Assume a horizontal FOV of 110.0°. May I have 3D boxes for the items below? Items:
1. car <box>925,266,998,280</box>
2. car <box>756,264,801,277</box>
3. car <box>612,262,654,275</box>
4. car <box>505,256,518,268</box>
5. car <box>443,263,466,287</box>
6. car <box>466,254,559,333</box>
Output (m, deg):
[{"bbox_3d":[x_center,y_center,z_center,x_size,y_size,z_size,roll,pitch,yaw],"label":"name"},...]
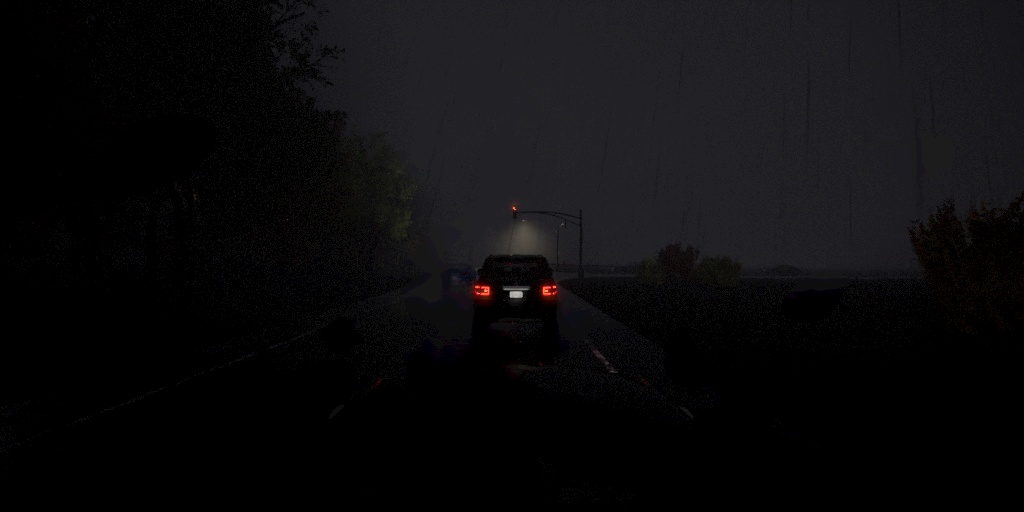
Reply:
[{"bbox_3d":[48.515,1.826,38.478,5.357,1.411,2.033,1,-1,0],"label":"car"},{"bbox_3d":[31.319,1.677,42.152,4.674,1.442,1.812,1,-1,0],"label":"car"},{"bbox_3d":[14.370,1.460,42.389,4.902,1.511,2.128,1,-1,2],"label":"car"},{"bbox_3d":[0.026,0.978,61.110,2.150,2.045,5.566,0,0,1],"label":"car"},{"bbox_3d":[-3.398,1.234,24.316,1.882,1.535,5.008,0,0,0],"label":"car"},{"bbox_3d":[0.101,0.974,10.882,2.150,2.045,5.566,0,0,0],"label":"car"}]
